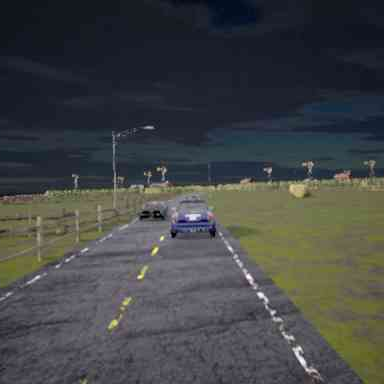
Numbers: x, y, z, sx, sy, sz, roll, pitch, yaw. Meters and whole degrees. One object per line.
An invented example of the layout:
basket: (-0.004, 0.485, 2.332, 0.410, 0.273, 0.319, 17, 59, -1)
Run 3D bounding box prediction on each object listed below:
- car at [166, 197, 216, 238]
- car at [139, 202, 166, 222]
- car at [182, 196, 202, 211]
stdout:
car: (0.048, 1.172, 16.911, 2.097, 1.767, 4.553, -2, 1, 0)
car: (-2.802, 1.415, 25.037, 1.895, 1.301, 4.718, -2, 1, 0)
car: (-0.027, 1.184, 36.118, 1.994, 1.385, 4.181, -2, 1, 0)
